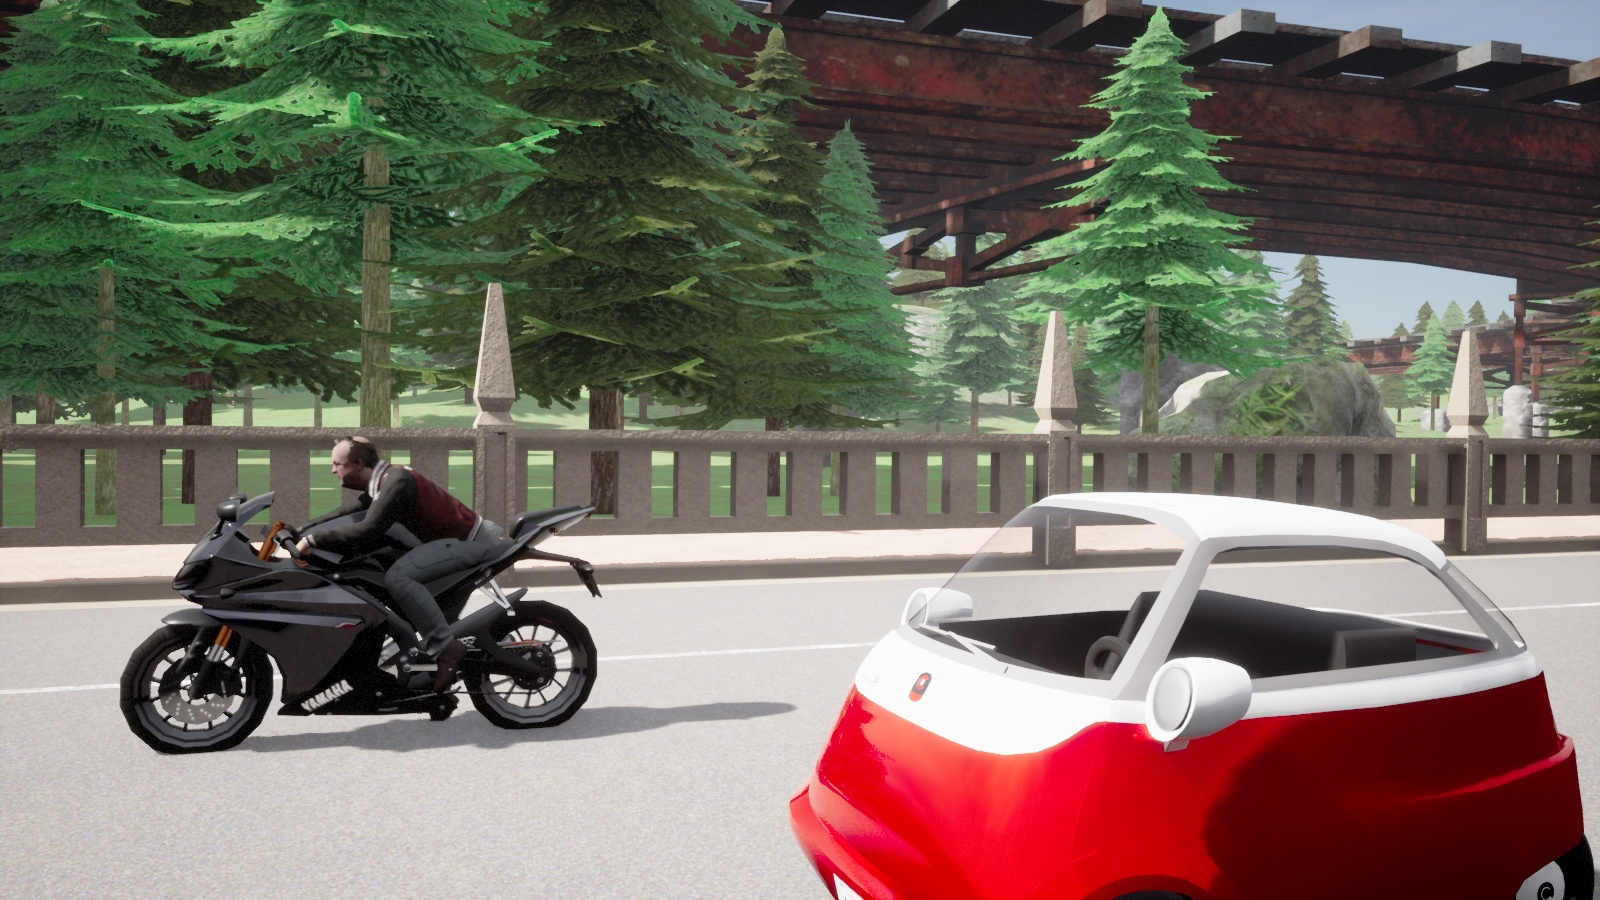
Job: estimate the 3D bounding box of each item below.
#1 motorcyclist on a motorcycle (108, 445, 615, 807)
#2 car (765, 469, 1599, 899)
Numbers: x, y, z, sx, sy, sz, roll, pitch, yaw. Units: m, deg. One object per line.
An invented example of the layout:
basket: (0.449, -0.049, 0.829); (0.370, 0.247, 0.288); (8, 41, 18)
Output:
motorcyclist on a motorcycle: (-2.091, 0.755, 6.189); (2.191, 1.530, 0.866); (-1, 1, -21)
car: (1.187, 0.780, 3.690); (2.207, 1.376, 1.481); (-1, 1, -21)
